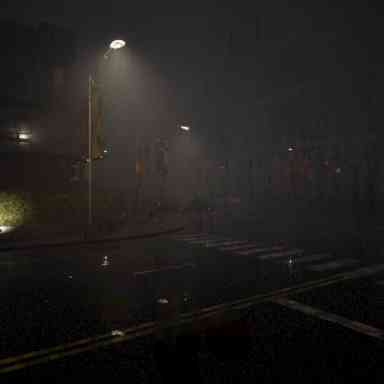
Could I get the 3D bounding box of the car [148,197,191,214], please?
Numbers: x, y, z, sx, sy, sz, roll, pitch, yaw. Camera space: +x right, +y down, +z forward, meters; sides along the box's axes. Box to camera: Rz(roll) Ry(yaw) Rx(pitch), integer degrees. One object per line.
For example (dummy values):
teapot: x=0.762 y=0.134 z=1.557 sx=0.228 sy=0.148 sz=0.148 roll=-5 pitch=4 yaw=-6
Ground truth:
car: x=-2.414 y=1.526 z=34.972 sx=1.812 sy=1.442 sz=4.674 roll=0 pitch=0 yaw=-35

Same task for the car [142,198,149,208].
car: x=-5.130 y=1.492 z=45.096 sx=2.128 sy=1.511 sz=4.902 roll=0 pitch=0 yaw=-34

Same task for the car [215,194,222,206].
car: x=1.744 y=1.478 z=49.483 sx=1.882 sy=1.535 sz=5.008 roll=0 pitch=0 yaw=-35

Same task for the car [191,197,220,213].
car: x=0.670 y=1.564 z=36.667 sx=1.994 sy=1.385 sz=4.181 roll=0 pitch=0 yaw=-35

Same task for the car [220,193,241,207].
car: x=5.002 y=1.221 z=50.901 sx=2.150 sy=2.045 sz=5.566 roll=0 pitch=0 yaw=-34
